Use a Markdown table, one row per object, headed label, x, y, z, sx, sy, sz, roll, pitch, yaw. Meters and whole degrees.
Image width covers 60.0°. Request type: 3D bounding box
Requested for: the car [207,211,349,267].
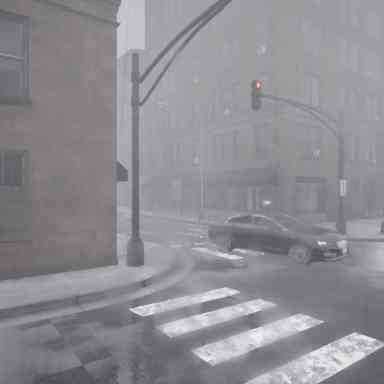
| label | x | y | z | sx | sy | sz | roll | pitch | yaw |
| --- | --- | --- | --- | --- | --- | --- | --- | --- | --- |
| car | 2.740 | 1.451 | 11.510 | 4.902 | 1.511 | 2.128 | 0 | 1 | 44 |
